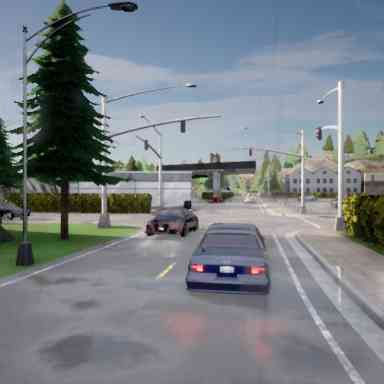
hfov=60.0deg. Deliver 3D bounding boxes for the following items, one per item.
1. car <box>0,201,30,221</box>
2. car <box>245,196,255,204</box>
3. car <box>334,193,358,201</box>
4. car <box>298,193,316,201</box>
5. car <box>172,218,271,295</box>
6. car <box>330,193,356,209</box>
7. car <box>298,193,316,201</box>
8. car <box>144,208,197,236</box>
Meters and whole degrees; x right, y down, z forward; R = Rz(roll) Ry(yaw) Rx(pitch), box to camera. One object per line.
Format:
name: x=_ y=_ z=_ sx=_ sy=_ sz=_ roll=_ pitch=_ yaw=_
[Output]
car: x=-15.736 y=1.491 z=27.241 sx=4.902 sy=1.511 sz=2.128 roll=0 pitch=0 yaw=10
car: x=11.233 y=1.525 z=64.794 sx=1.812 sy=1.442 sz=4.674 roll=0 pitch=0 yaw=10
car: x=34.571 y=1.096 z=74.673 sx=4.605 sy=1.855 sz=1.932 roll=0 pitch=0 yaw=10
car: x=27.401 y=1.076 z=79.287 sx=3.866 sy=1.878 sz=1.905 roll=0 pitch=0 yaw=10
car: x=1.094 y=1.547 z=8.914 sx=2.033 sy=1.411 sz=5.357 roll=0 pitch=0 yaw=10
car: x=20.264 y=1.330 z=42.385 sx=5.027 sy=1.636 sz=2.152 roll=0 pitch=0 yaw=10
car: x=26.216 y=1.360 z=76.121 sx=3.806 sy=1.475 sz=1.970 roll=0 pitch=0 yaw=10
car: x=-0.987 y=1.564 z=17.844 sx=1.994 sy=1.385 sz=4.181 roll=0 pitch=0 yaw=15
